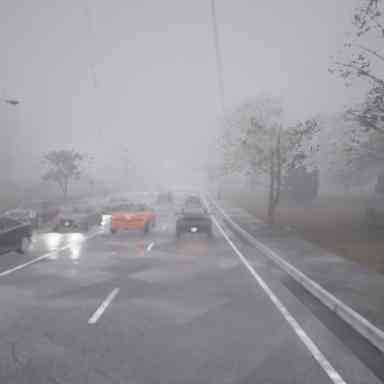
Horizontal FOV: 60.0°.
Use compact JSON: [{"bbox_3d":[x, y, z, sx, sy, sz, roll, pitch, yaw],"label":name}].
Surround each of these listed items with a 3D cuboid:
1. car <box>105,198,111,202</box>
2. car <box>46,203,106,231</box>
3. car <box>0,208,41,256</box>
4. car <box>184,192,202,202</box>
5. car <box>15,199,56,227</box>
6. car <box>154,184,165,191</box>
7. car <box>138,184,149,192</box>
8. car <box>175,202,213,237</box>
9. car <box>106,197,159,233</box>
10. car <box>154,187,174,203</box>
[{"bbox_3d":[-7.033,1.222,30.817,1.994,1.385,4.181,0,3,1],"label":"car"},{"bbox_3d":[-7.043,1.580,20.791,1.994,1.385,4.181,0,1,1],"label":"car"},{"bbox_3d":[-7.091,1.516,10.863,1.882,1.535,5.008,0,0,0],"label":"car"},{"bbox_3d":[0.079,0.750,39.841,1.812,1.442,4.674,0,3,0],"label":"car"},{"bbox_3d":[-10.529,1.337,22.249,2.097,1.767,4.553,0,1,1],"label":"car"},{"bbox_3d":[-7.014,-1.019,72.466,2.097,1.767,4.553,0,3,0],"label":"car"},{"bbox_3d":[-10.514,-0.873,72.443,1.837,1.490,4.892,0,3,0],"label":"car"},{"bbox_3d":[0.097,1.552,18.548,1.837,1.490,4.892,0,0,0],"label":"car"},{"bbox_3d":[-3.403,1.383,19.931,2.097,1.767,4.553,0,1,0],"label":"car"},{"bbox_3d":[-3.423,0.562,43.288,1.837,1.490,4.892,0,3,0],"label":"car"}]
